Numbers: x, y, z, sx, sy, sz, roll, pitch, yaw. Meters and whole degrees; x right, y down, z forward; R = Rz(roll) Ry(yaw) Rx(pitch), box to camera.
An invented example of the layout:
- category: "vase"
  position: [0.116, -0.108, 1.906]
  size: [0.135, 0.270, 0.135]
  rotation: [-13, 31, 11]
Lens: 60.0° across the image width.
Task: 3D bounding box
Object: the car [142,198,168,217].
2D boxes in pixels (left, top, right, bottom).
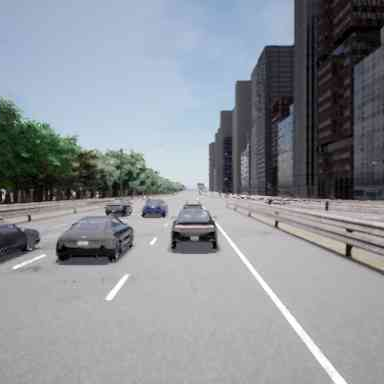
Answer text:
- category: "car"
  position: [-3.411, 1.367, 31.523]
  size: [2.097, 1.767, 4.553]
  rotation: [0, 0, 0]

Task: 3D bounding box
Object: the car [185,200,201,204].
- category: "car"
  position: [0.088, 1.507, 31.745]
  size: [2.128, 1.511, 4.902]
  rotation: [0, 0, 0]

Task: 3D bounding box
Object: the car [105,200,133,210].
- category: "car"
  position: [-6.912, 1.506, 31.752]
  size: [2.128, 1.511, 4.902]
  rotation: [0, 0, 0]

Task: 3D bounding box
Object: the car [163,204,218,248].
- category: "car"
  position: [0.094, 1.495, 14.691]
  size: [2.128, 1.511, 4.902]
  rotation: [0, 0, 0]

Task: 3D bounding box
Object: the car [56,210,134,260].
- category: "car"
  position: [-3.404, 1.566, 12.390]
  size: [1.994, 1.385, 4.181]
  rotation: [0, 0, 0]

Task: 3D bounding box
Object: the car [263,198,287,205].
- category: "car"
  position: [12.290, 1.595, 49.763]
  size: [2.128, 1.511, 4.902]
  rotation: [0, 0, -16]

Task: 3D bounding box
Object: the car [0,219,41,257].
- category: "car"
  position: [-6.903, 1.549, 10.729]
  size: [2.033, 1.411, 5.357]
  rotation: [0, 0, 0]
